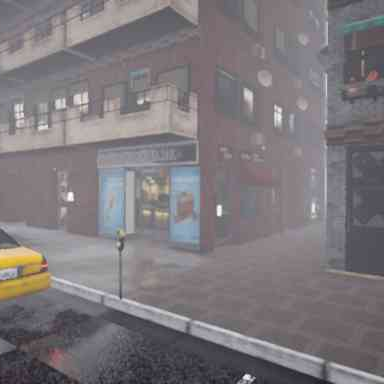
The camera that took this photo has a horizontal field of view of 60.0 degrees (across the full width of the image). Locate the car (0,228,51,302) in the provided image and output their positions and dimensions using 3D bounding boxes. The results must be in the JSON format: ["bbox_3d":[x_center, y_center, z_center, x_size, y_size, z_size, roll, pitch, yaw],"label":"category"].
[{"bbox_3d":[-5.079,1.238,6.879,5.366,1.575,1.801,2,1,35],"label":"car"}]
